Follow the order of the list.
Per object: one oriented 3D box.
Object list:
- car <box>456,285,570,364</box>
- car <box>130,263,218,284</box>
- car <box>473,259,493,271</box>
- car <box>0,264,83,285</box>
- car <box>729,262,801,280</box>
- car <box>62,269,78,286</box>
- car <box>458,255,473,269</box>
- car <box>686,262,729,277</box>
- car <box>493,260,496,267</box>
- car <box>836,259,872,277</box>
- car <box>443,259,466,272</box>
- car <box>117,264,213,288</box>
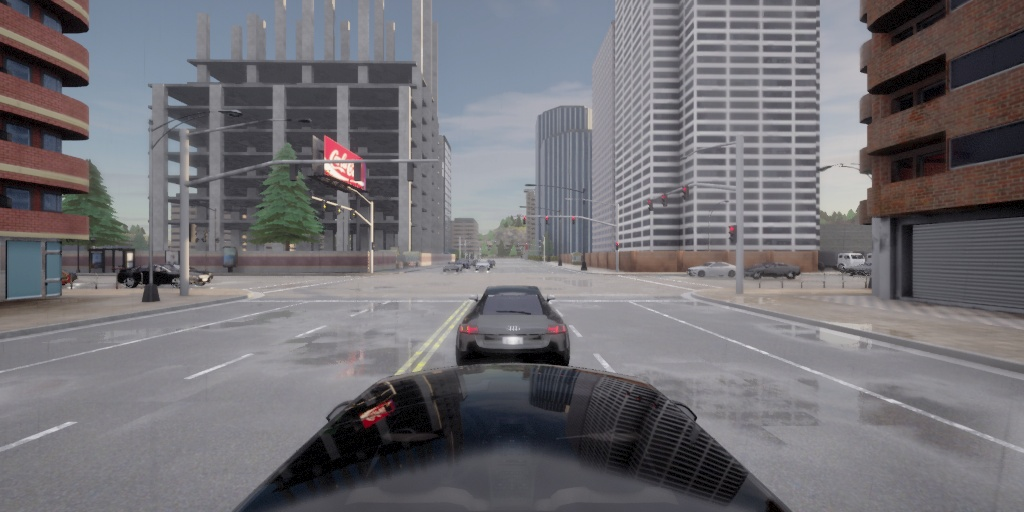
[{"bbox_3d":[0.011,1.314,7.709,1.994,1.385,4.181,0,0,0],"label":"car"},{"bbox_3d":[-24.692,1.276,26.288,4.674,1.442,1.812,0,0,-1],"label":"car"},{"bbox_3d":[-4.035,1.276,49.991,1.812,1.442,4.674,0,0,-1],"label":"car"},{"bbox_3d":[-34.595,1.314,26.126,4.181,1.385,1.994,0,0,-1],"label":"car"},{"bbox_3d":[21.852,1.241,30.657,4.902,1.511,2.128,0,0,-1],"label":"car"},{"bbox_3d":[-31.114,1.102,22.675,4.553,1.767,2.097,0,0,-1],"label":"car"},{"bbox_3d":[-7.589,1.102,54.945,2.097,1.767,4.553,0,0,0],"label":"car"},{"bbox_3d":[19.088,1.276,34.097,4.674,1.442,1.812,0,0,-1],"label":"car"},{"bbox_3d":[-4.115,1.351,59.029,1.895,1.301,4.718,0,0,-1],"label":"car"},{"bbox_3d":[34.835,1.297,34.323,5.357,1.411,2.033,0,0,-1],"label":"car"},{"bbox_3d":[-7.524,1.351,45.839,1.895,1.301,4.718,0,0,0],"label":"car"},{"bbox_3d":[-22.011,1.241,22.805,4.902,1.511,2.128,0,0,-1],"label":"car"}]
